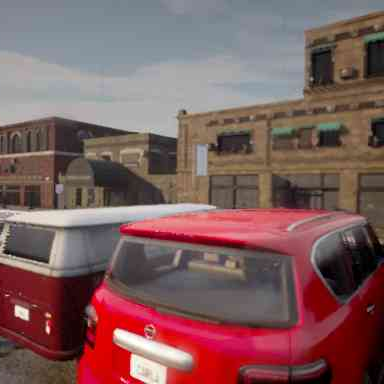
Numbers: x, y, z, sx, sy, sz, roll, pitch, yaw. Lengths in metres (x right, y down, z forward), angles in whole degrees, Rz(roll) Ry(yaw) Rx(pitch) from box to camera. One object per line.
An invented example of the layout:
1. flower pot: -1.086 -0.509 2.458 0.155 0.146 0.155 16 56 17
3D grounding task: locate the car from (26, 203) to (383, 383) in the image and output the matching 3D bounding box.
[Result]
1. car: 1.278 1.221 4.268 2.435 2.045 5.566 0 0 35

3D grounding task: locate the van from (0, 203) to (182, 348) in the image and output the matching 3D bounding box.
1. van: -0.837 1.230 5.882 1.878 1.987 4.442 0 0 35
